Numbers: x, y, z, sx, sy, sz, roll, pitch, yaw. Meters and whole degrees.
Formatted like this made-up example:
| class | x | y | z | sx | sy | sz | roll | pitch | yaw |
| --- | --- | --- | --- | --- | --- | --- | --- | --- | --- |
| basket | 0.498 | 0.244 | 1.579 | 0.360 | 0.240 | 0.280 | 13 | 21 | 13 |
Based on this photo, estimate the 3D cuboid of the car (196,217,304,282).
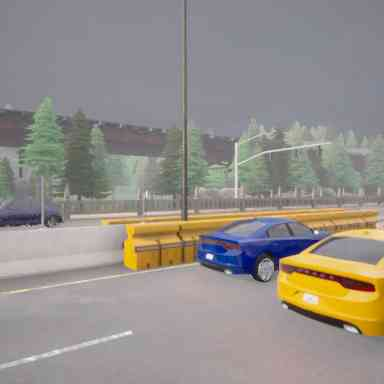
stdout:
| class | x | y | z | sx | sy | sz | roll | pitch | yaw |
| --- | --- | --- | --- | --- | --- | --- | --- | --- | --- |
| car | 2.455 | 1.478 | 9.805 | 5.008 | 1.535 | 1.882 | 0 | 0 | -36 |

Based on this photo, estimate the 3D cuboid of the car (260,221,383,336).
| class | x | y | z | sx | sy | sz | roll | pitch | yaw |
| --- | --- | --- | --- | --- | --- | --- | --- | --- | --- |
| car | 3.813 | 1.478 | 6.474 | 5.008 | 1.535 | 1.882 | 0 | 0 | -35 |
